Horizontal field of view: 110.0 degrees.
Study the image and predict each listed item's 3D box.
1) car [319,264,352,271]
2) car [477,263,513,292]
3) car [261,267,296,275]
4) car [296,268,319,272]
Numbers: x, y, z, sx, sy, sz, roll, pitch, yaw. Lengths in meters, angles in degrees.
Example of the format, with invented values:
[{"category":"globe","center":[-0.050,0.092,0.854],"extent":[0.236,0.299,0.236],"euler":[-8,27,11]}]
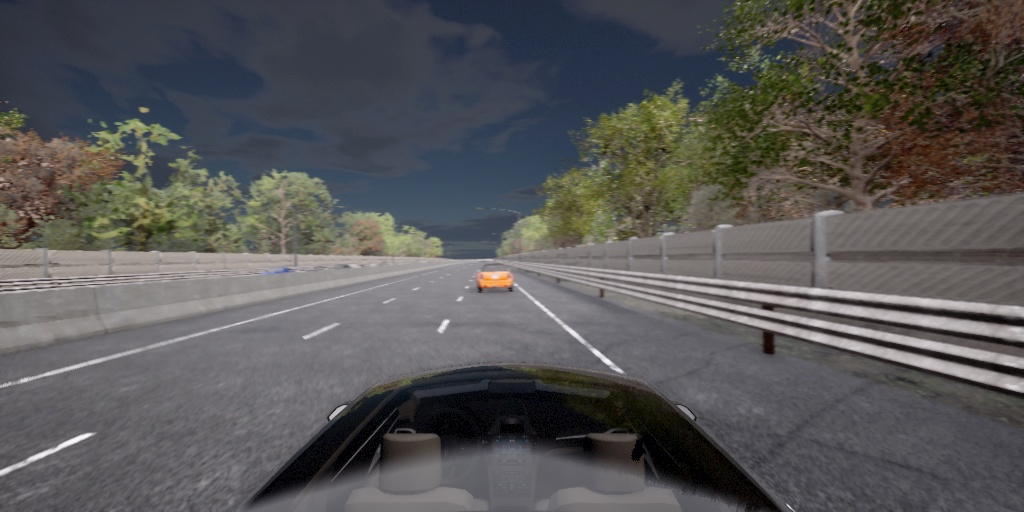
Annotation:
[{"category":"car","center":[-20.270,1.800,42.154],"extent":[2.097,1.767,4.553],"euler":[-1,0,-4]},{"category":"car","center":[-1.116,1.240,22.852],"extent":[2.097,1.767,4.553],"euler":[-1,0,-4]},{"category":"car","center":[-27.286,2.090,42.125],"extent":[1.882,1.535,5.008],"euler":[-1,0,-4]},{"category":"car","center":[-23.889,2.105,43.753],"extent":[1.994,1.385,4.181],"euler":[-1,0,-4]}]
